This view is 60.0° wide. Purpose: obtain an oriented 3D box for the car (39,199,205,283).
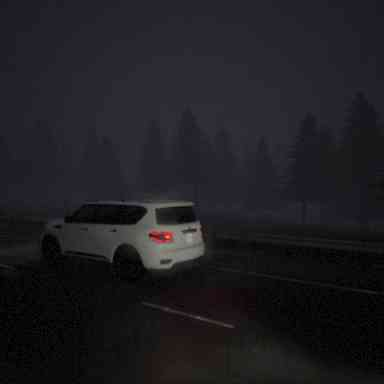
[{"bbox_3d":[-2.244,1.220,9.897,5.566,2.045,2.150,0,0,36],"label":"car"}]
